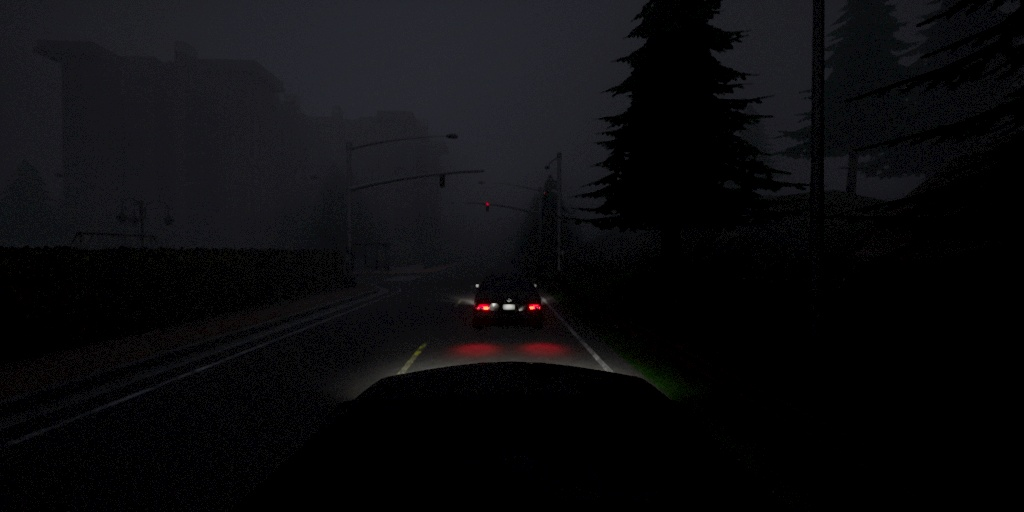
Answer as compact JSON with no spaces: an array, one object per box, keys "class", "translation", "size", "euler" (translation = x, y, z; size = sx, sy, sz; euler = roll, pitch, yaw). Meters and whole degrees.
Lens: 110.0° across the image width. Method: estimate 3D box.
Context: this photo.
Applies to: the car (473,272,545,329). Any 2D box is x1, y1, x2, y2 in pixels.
[{"class":"car","translation":[-0.158,1.203,10.813],"size":[2.033,1.411,5.357],"euler":[0,1,-2]}]
